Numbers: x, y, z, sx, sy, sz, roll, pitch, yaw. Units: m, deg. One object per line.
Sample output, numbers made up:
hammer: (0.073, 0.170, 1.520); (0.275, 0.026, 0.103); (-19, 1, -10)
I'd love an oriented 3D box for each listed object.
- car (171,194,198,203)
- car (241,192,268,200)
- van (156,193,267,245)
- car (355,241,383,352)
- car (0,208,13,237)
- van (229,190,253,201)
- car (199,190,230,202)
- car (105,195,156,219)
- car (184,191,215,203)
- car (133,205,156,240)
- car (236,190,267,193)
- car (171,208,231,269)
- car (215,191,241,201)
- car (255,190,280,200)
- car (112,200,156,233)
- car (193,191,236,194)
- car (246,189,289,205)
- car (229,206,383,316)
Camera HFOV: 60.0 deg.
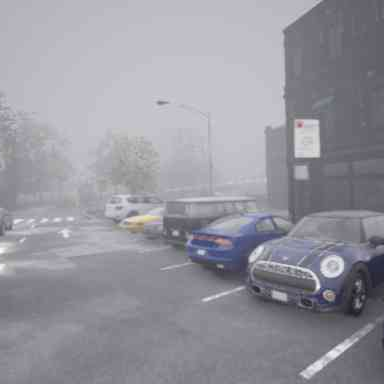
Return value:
car: (-1.361, 1.256, 60.627); (2.163, 1.488, 4.792); (-2, 0, -43)
car: (12.535, 0.826, 66.604); (2.231, 1.521, 4.892); (-1, -1, -43)
van: (1.045, 1.163, 13.062); (4.442, 1.987, 1.878); (-1, 0, -42)
car: (4.310, 1.383, 4.612); (4.674, 1.452, 2.002); (-1, 0, -42)
car: (-11.739, 1.695, 19.421); (1.882, 1.535, 5.008); (-2, 1, -22)
van: (9.672, 0.682, 65.484); (1.878, 1.987, 4.442); (-2, 0, -43)
car: (4.231, 0.813, 63.000); (2.435, 2.045, 5.566); (-1, -1, -43)
car: (-3.510, 1.204, 24.155); (5.566, 2.045, 2.435); (-1, 0, -42)
car: (1.405, 0.895, 61.827); (2.435, 2.045, 5.566); (-2, 0, -43)
car: (-0.146, 1.446, 15.769); (4.674, 1.452, 2.002); (-1, 0, -42)
car: (7.952, 0.791, 46.194); (2.435, 2.045, 5.566); (-3, 2, -43)
car: (2.073, 1.374, 10.192); (5.008, 1.535, 2.097); (-1, 0, -42)
car: (6.966, 0.860, 64.235); (2.185, 1.767, 4.553); (-1, -1, -43)
car: (15.322, 0.618, 67.758); (2.185, 1.767, 4.553); (-2, 0, -43)
car: (-1.411, 1.422, 18.431); (5.366, 1.575, 1.946); (-1, 0, -42)
car: (2.569, 0.948, 43.824); (2.435, 2.045, 5.566); (-2, 1, -43)
car: (10.670, 0.713, 47.363); (2.435, 2.045, 5.566); (-3, 2, -43)
car: (3.222, 1.232, 7.418); (4.553, 1.767, 2.185); (-1, 0, -42)
